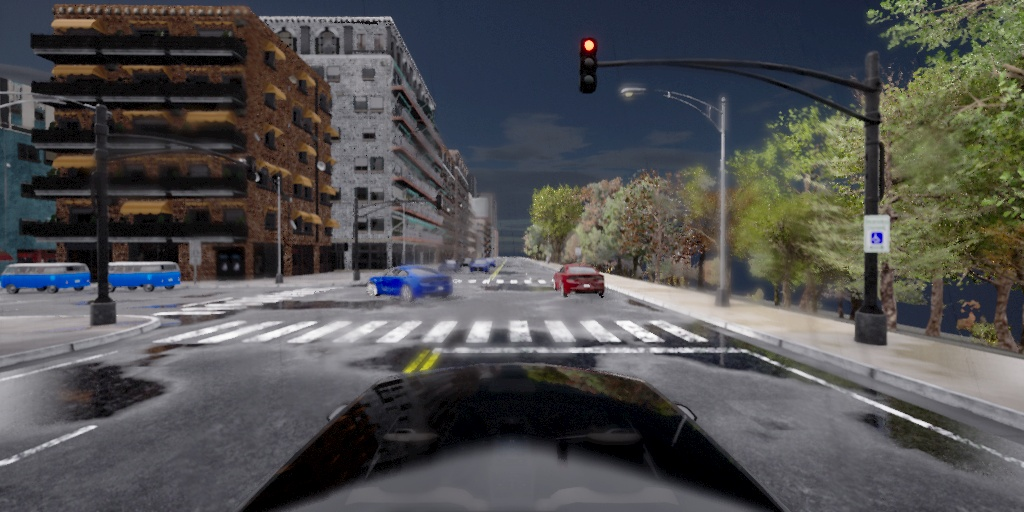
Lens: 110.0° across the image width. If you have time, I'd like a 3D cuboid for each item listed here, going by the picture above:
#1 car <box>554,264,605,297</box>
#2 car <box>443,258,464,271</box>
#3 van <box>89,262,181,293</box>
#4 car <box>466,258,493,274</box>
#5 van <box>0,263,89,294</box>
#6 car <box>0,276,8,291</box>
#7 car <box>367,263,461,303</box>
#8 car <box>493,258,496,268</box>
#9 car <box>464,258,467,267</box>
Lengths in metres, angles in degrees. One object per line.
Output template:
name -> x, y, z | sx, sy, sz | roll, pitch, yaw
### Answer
car -> 3.284, 1.161, 18.204 | 1.882, 1.535, 5.008 | 0, 0, 0
car -> -6.728, 1.120, 39.219 | 1.812, 1.442, 4.674 | 0, 0, 0
van -> -22.791, 1.262, 21.979 | 3.998, 1.789, 1.690 | 0, 0, -1
car -> -3.478, 1.072, 39.232 | 1.882, 1.535, 5.008 | 0, 0, 0
van -> -28.392, 1.336, 21.882 | 3.998, 1.789, 1.690 | 0, 0, -1
car -> -22.674, 1.571, 13.633 | 4.207, 1.307, 1.802 | 0, 0, -1
car -> -4.873, 1.218, 16.738 | 5.008, 1.535, 1.882 | 0, -1, 41
car -> -3.520, 1.013, 55.013 | 1.882, 1.535, 5.008 | 0, 0, 0
car -> -6.769, 1.040, 54.862 | 1.837, 1.490, 4.892 | 0, 0, 0
